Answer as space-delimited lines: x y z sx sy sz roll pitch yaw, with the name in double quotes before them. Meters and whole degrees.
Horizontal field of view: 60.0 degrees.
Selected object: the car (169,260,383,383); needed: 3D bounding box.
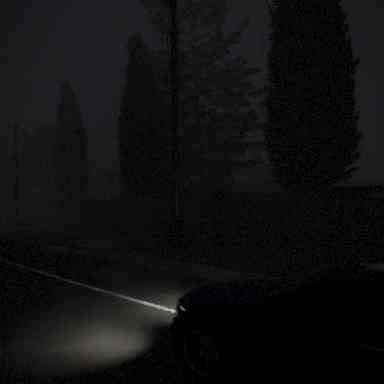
"car" 1.867 1.550 3.798 4.674 1.442 1.812 0 0 36
